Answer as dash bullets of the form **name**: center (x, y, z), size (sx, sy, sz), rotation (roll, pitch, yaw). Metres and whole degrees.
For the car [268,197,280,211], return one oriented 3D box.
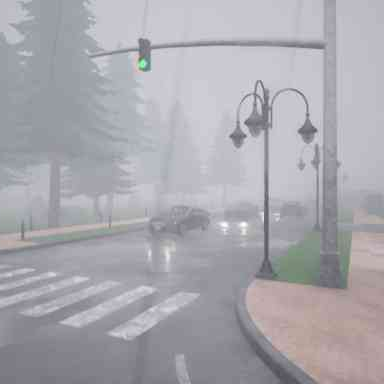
- **car**: center (9.728, 1.397, 39.497), size (2.097, 1.767, 4.553), rotation (0, 0, 25)

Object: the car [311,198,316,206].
- **car**: center (19.408, 1.669, 54.683), size (1.895, 1.301, 4.718), rotation (0, 0, 15)

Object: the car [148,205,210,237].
- **car**: center (-0.575, 1.503, 18.411), size (2.128, 1.511, 4.902), rotation (0, 0, 26)

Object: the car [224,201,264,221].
- **car**: center (4.306, 1.504, 28.311), size (1.882, 1.535, 5.008), rotation (0, 0, 26)

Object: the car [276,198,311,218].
- **car**: center (9.363, 1.563, 30.404), size (1.837, 1.490, 4.892), rotation (0, 0, 26)
